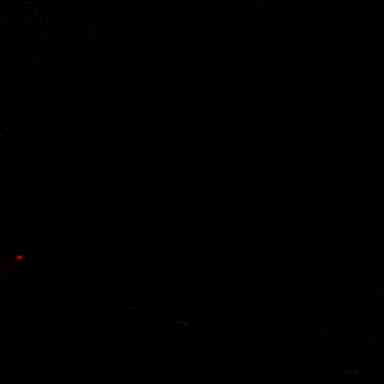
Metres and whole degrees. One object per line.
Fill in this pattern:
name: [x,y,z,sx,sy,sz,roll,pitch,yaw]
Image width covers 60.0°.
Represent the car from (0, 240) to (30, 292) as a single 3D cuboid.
car: [-5.611,1.520,7.685,4.181,1.385,1.994,0,0,36]
